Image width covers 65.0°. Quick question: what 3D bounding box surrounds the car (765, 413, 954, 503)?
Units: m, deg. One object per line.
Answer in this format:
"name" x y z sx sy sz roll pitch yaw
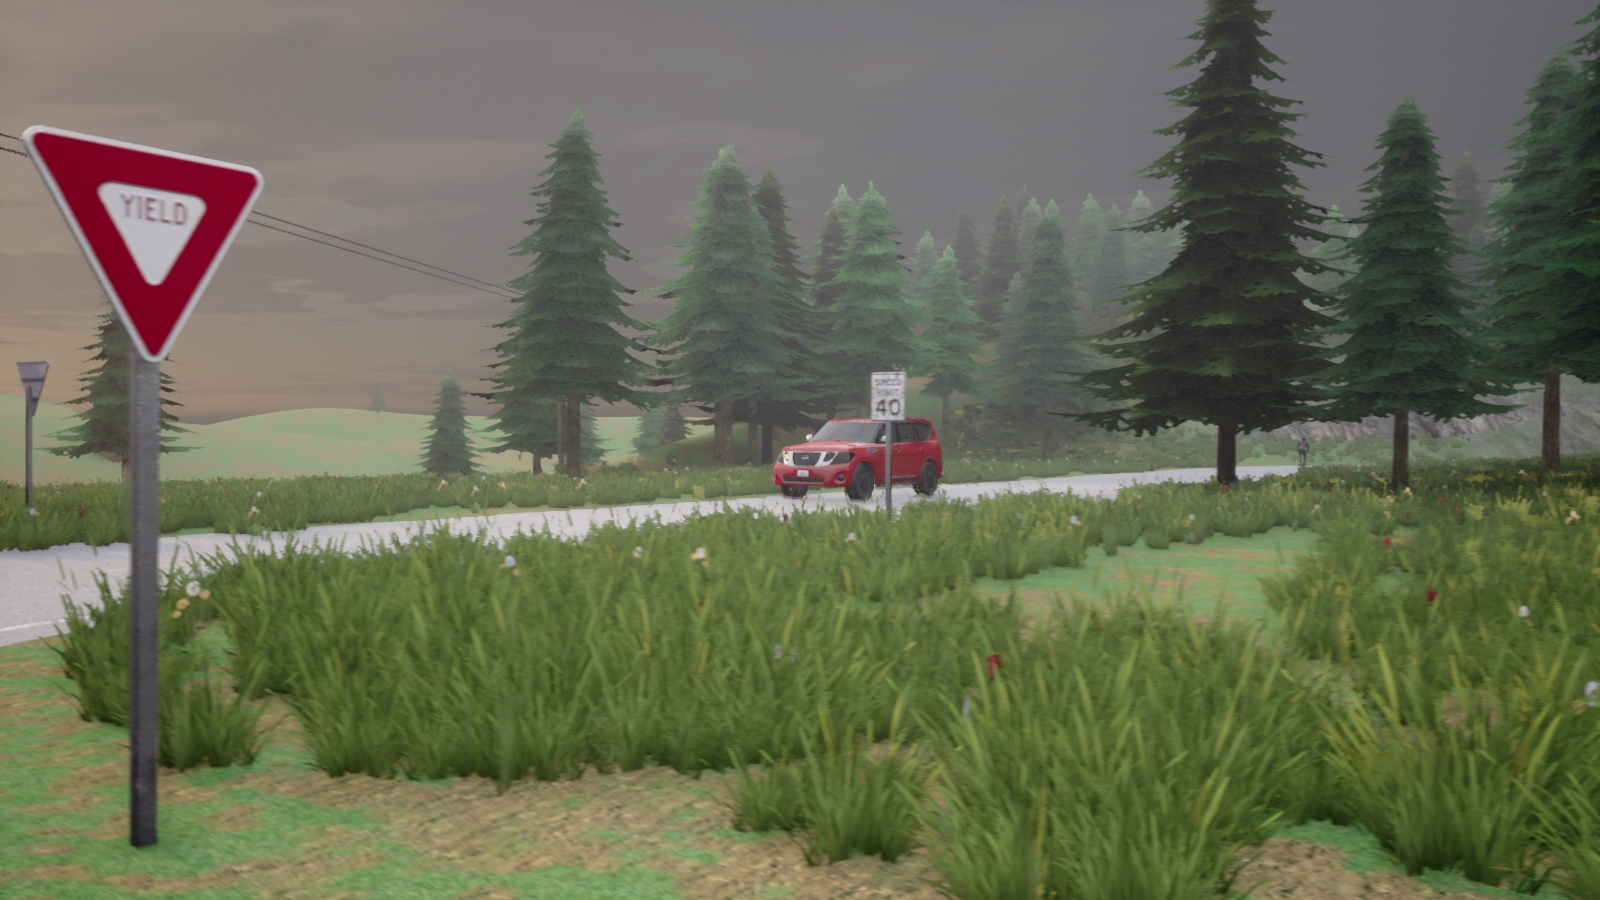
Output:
"car" 1.618 0.143 31.360 2.150 2.045 5.566 0 1 34
